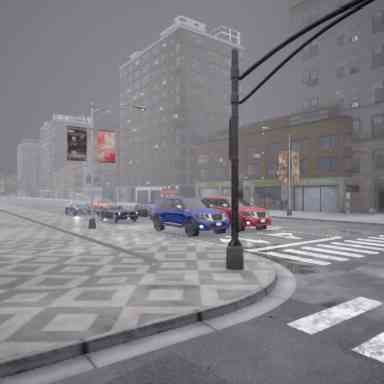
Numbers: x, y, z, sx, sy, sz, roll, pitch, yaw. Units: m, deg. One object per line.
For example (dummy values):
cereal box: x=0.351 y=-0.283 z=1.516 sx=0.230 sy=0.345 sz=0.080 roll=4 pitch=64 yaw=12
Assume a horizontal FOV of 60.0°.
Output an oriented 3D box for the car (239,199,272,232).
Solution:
car: x=2.358 y=1.277 z=20.894 sx=2.150 sy=2.045 sz=5.566 roll=0 pitch=0 yaw=-36

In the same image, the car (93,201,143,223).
car: x=-6.091 y=1.693 z=26.978 sx=1.895 sy=1.301 sz=4.718 roll=0 pitch=0 yaw=-36

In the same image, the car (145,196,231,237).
car: x=-0.271 y=1.277 z=18.984 sx=2.150 sy=2.045 sz=5.566 roll=0 pitch=0 yaw=-36

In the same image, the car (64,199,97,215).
car: x=-12.064 y=1.650 z=35.200 sx=1.812 sy=1.442 sz=4.674 roll=0 pitch=0 yaw=-36

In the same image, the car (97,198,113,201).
car: x=-9.770 y=1.478 z=37.582 sx=2.097 sy=1.767 sz=4.553 roll=0 pitch=0 yaw=-36

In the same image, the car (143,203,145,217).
car: x=-3.746 y=1.641 z=29.287 sx=2.033 sy=1.411 sz=5.357 roll=0 pitch=0 yaw=-36
